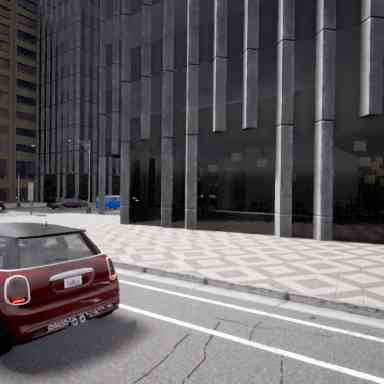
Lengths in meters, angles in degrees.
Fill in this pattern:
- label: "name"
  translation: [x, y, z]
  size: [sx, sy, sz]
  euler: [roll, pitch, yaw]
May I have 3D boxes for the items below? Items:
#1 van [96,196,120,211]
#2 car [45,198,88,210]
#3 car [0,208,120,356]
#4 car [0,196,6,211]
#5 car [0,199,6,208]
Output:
- label: "van"
  translation: [-9.711, 1.339, 40.287]
  size: [1.690, 1.788, 3.998]
  euler: [1, 1, 36]
- label: "car"
  translation: [-15.642, 1.460, 42.094]
  size: [2.033, 1.411, 5.357]
  euler: [1, 1, 36]
- label: "car"
  translation: [-3.496, 1.349, 6.171]
  size: [4.553, 1.767, 2.097]
  euler: [0, 0, 35]
- label: "car"
  translation: [-22.994, 1.323, 36.449]
  size: [1.967, 1.590, 4.097]
  euler: [1, 1, 36]
- label: "car"
  translation: [-21.564, 1.277, 33.801]
  size: [2.097, 1.767, 4.553]
  euler: [1, 1, 35]
